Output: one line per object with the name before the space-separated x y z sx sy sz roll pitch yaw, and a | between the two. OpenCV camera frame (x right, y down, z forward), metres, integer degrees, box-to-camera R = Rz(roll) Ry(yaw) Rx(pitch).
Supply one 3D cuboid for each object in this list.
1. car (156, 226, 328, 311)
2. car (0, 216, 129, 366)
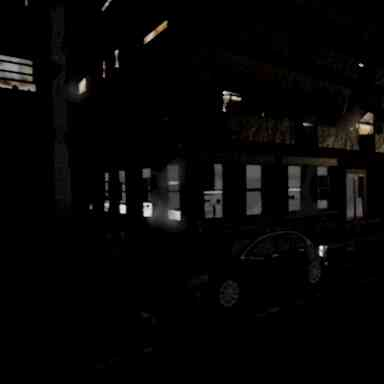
car | 1.291 1.487 7.483 4.403 1.369 2.008 -1 0 -35
car | -3.273 1.319 4.229 5.009 1.841 2.192 -1 0 -35
